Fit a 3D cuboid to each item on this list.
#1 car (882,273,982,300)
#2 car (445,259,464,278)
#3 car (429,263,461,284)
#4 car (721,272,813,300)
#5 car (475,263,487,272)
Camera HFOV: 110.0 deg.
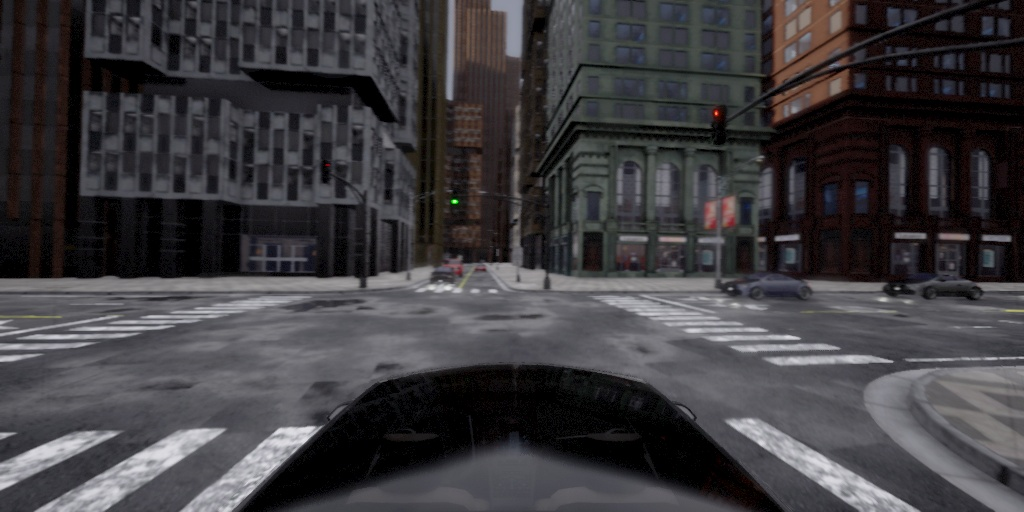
[{"bbox_3d":[23.526,1.669,20.171,4.181,1.385,1.994,0,0,-4],"label":"car"},{"bbox_3d":[-6.689,1.352,40.868,2.150,2.045,5.566,1,-1,-6],"label":"car"},{"bbox_3d":[-5.726,1.564,30.227,2.033,1.411,5.357,1,-1,-5],"label":"car"},{"bbox_3d":[13.656,1.587,19.344,4.181,1.385,1.994,0,0,-5],"label":"car"},{"bbox_3d":[-5.330,1.965,61.174,1.994,1.385,4.181,1,-1,-5],"label":"car"}]
